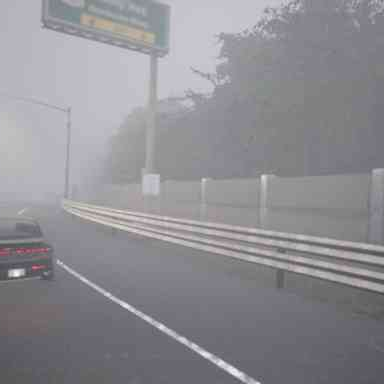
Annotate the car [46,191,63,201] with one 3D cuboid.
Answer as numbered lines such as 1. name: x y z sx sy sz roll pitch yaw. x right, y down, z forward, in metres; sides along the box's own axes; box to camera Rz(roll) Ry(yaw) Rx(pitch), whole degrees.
1. car: -29.406 0.854 70.364 2.150 2.045 5.566 2 -2 -14

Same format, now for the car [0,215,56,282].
1. car: -4.995 1.372 8.794 1.837 1.490 4.892 2 0 -36

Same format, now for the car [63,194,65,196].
1. car: -31.748 1.170 80.410 2.097 1.767 4.553 2 -2 -12
